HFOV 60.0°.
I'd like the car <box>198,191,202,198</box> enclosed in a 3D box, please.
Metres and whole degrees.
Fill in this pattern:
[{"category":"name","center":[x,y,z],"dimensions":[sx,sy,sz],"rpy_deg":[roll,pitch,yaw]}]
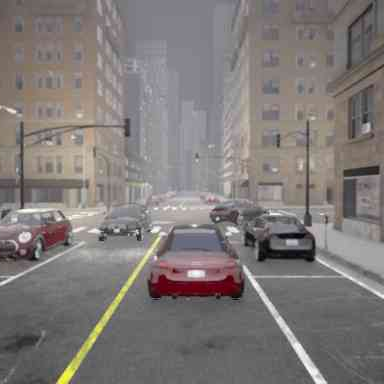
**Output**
[{"category":"car","center":[2.899,0.888,70.264],"dimensions":[1.967,1.590,4.097],"rpy_deg":[0,0,0]}]

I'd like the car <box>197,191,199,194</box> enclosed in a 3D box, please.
[{"category":"car","center":[2.914,0.826,81.082],"dimensions":[1.967,1.590,4.097],"rpy_deg":[0,0,0]}]

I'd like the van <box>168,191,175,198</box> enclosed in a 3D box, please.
[{"category":"van","center":[-5.596,0.674,91.905],"dimensions":[1.690,1.788,3.998],"rpy_deg":[0,0,0]}]

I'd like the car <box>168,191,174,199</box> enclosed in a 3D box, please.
[{"category":"car","center":[-5.618,0.942,75.511],"dimensions":[1.752,1.417,4.829],"rpy_deg":[0,0,0]}]

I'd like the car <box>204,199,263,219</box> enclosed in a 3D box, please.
[{"category":"car","center":[3.212,1.315,21.680],"dimensions":[1.837,1.490,4.892],"rpy_deg":[-2,-1,43]}]

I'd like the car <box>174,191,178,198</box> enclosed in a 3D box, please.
[{"category":"car","center":[-5.604,0.674,86.497],"dimensions":[2.192,1.841,5.009],"rpy_deg":[0,0,0]}]

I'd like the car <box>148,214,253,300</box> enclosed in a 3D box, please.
[{"category":"car","center":[0.084,1.489,8.267],"dimensions":[1.994,1.385,4.181],"rpy_deg":[0,1,0]}]

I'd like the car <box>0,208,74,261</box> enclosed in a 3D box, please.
[{"category":"car","center":[-5.674,1.335,11.537],"dimensions":[1.967,1.590,4.097],"rpy_deg":[0,1,0]}]

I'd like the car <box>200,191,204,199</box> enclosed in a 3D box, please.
[{"category":"car","center":[2.885,1.068,59.447],"dimensions":[2.008,1.369,4.403],"rpy_deg":[0,0,0]}]

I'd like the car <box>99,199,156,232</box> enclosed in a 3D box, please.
[{"category":"car","center":[-3.005,1.275,15.701],"dimensions":[1.837,1.490,4.892],"rpy_deg":[0,1,0]}]

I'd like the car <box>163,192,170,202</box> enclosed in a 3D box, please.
[{"category":"car","center":[-5.639,1.068,59.456],"dimensions":[2.008,1.369,4.403],"rpy_deg":[0,0,0]}]

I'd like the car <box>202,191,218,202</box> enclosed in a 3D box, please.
[{"category":"car","center":[2.870,1.035,48.629],"dimensions":[1.967,1.590,4.097],"rpy_deg":[0,0,0]}]

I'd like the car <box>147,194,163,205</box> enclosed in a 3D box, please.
[{"category":"car","center":[-5.655,1.177,48.640],"dimensions":[1.802,1.307,4.206],"rpy_deg":[0,0,0]}]

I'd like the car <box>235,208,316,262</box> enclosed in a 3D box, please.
[{"category":"car","center":[2.852,1.461,11.541],"dimensions":[1.947,1.339,4.313],"rpy_deg":[0,1,0]}]

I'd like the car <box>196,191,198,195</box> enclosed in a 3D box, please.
[{"category":"car","center":[2.921,0.674,86.490],"dimensions":[2.192,1.841,5.009],"rpy_deg":[0,0,0]}]
